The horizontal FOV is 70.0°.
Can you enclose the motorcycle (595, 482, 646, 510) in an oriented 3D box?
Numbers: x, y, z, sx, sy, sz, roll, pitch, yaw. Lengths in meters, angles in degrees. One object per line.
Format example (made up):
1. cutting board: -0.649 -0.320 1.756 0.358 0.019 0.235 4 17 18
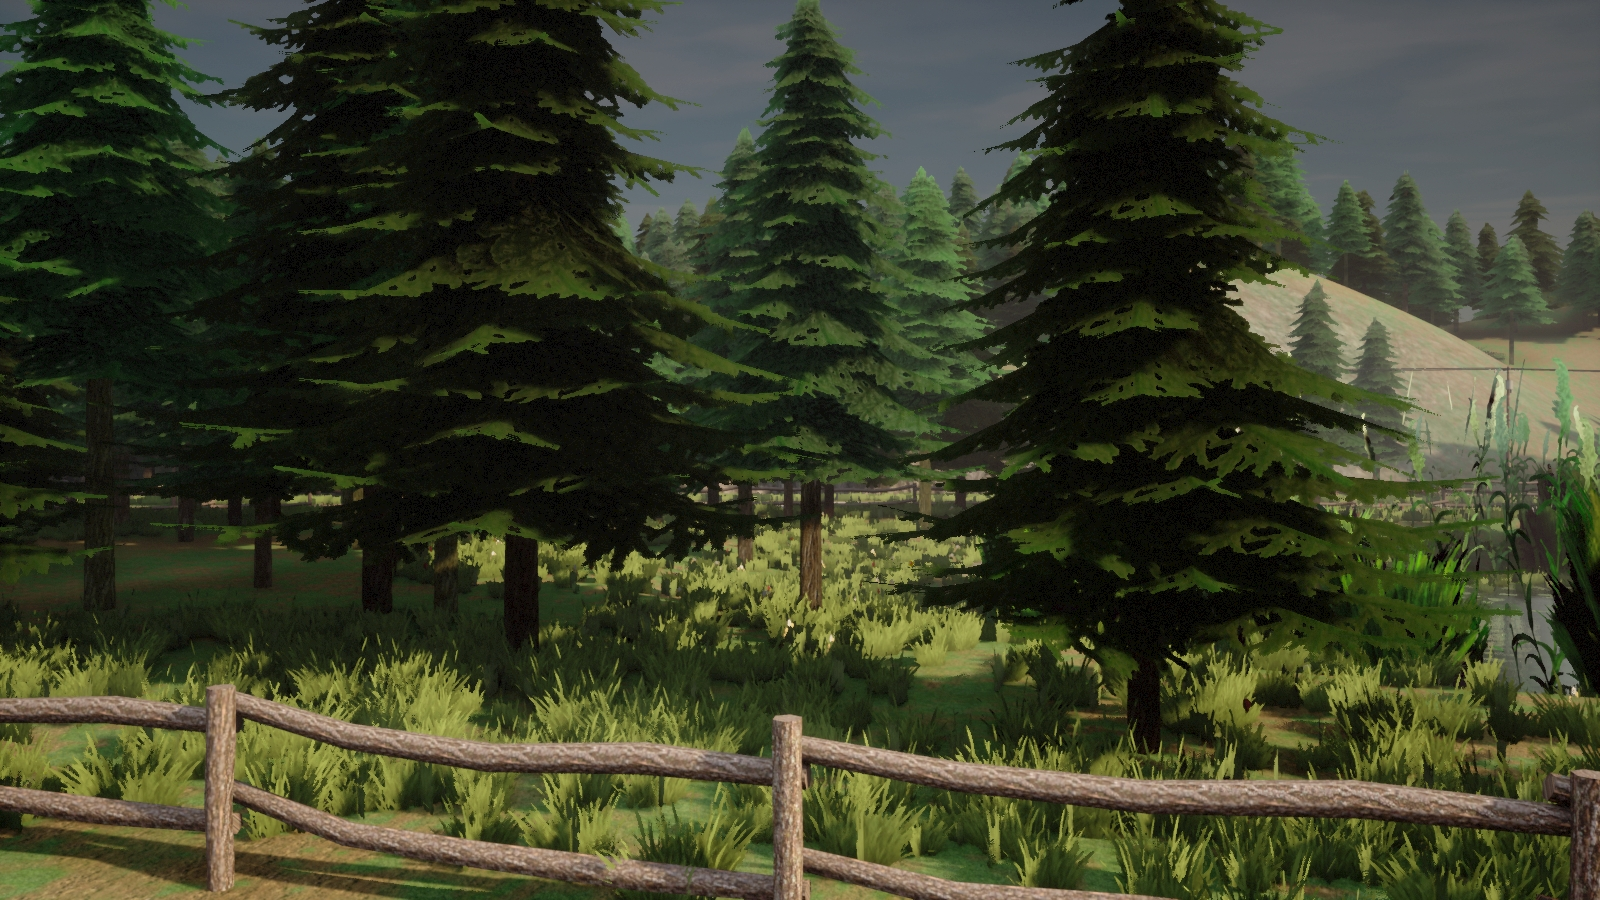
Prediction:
1. motorcycle: -8.497 2.178 54.104 2.209 1.251 0.867 0 0 14
